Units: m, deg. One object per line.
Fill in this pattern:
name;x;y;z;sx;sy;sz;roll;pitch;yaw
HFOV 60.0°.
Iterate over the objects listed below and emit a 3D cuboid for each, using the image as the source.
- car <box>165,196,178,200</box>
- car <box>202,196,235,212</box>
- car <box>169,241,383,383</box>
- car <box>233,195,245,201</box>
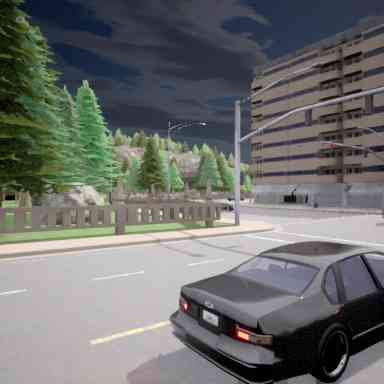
car;-3.526;1.436;57.473;2.128;1.511;4.902;0;0;0
car;2.473;1.492;36.861;2.033;1.411;5.357;0;0;-31
car;2.273;1.547;5.410;5.357;1.411;2.033;0;0;-35
car;10.412;1.484;78.782;2.033;1.411;5.357;0;0;40
